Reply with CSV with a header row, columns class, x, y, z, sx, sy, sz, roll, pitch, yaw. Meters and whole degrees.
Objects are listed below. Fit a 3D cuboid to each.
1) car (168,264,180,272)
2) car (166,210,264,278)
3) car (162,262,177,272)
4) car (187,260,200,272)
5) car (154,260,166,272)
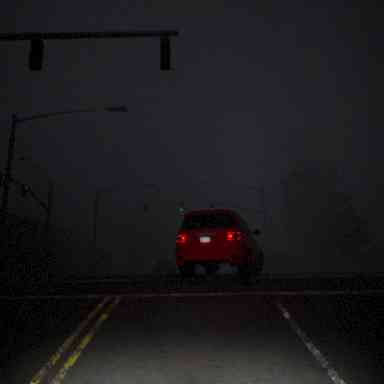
class,x,y,z,sx,sy,sz,roll,pitch,yaw
car,-3.261,13.988,61.219,1.994,1.385,4.181,-1,-13,1
car,1.163,1.926,11.936,2.150,2.045,5.566,-5,-12,16
car,-3.376,11.327,49.998,1.994,1.385,4.181,-1,-13,0
car,0.257,13.758,61.952,2.150,2.045,5.566,-1,-13,0
car,-3.445,8.945,40.329,1.882,1.535,5.008,-1,-13,0
